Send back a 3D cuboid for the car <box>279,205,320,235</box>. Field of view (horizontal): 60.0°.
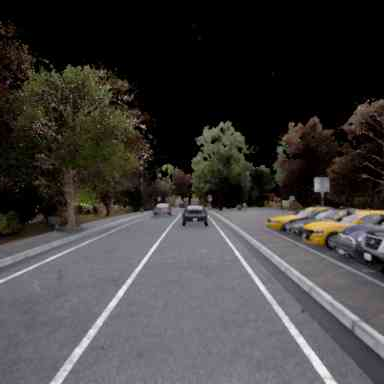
[{"bbox_3d":[7.169,1.532,16.514,4.892,1.521,2.231,0,0,0],"label":"car"}]

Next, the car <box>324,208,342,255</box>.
[{"bbox_3d":[7.164,1.376,10.965,4.553,1.767,2.185,0,0,0],"label":"car"}]

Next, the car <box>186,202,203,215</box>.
[{"bbox_3d":[0.311,2.097,42.872,2.128,1.511,4.902,0,-2,0],"label":"car"}]

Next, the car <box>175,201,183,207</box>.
[{"bbox_3d":[-2.869,2.856,77.140,2.150,2.045,5.566,0,-2,0],"label":"car"}]

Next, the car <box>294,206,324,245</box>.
[{"bbox_3d":[7.154,1.512,13.742,5.008,1.535,2.097,0,0,0],"label":"car"}]

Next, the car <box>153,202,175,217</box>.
[{"bbox_3d":[-3.166,1.948,36.517,1.812,1.442,4.674,0,-1,0],"label":"car"}]

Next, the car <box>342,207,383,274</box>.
[{"bbox_3d":[7.089,1.245,8.194,5.566,2.045,2.435,0,0,0],"label":"car"}]

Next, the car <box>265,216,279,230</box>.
[{"bbox_3d":[6.993,1.554,19.284,5.366,1.575,1.946,0,0,0],"label":"car"}]

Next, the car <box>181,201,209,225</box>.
[{"bbox_3d":[0.224,1.698,25.614,1.837,1.490,4.892,0,0,0],"label":"car"}]
